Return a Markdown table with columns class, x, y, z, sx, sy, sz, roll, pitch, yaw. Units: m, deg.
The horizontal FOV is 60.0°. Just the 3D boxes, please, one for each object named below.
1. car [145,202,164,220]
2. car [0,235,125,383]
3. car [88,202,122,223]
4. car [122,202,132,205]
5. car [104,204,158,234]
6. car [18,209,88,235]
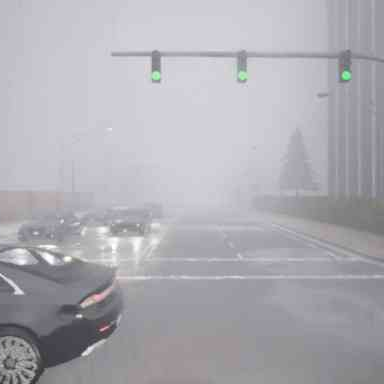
| class | x | y | z | sx | sy | sz | roll | pitch | yaw |
| --- | --- | --- | --- | --- | --- | --- | --- | --- | --- |
| car | -3.573 | 1.709 | 30.134 | 2.128 | 1.511 | 4.902 | 0 | 0 | 0 |
| car | -3.420 | 1.524 | 4.602 | 4.902 | 1.511 | 2.128 | 0 | 0 | 0 |
| car | -7.085 | 1.718 | 25.838 | 1.812 | 1.442 | 4.674 | 0 | 0 | 0 |
| car | -7.046 | 1.775 | 34.937 | 1.812 | 1.442 | 4.674 | 0 | 0 | 0 |
| car | -3.589 | 1.705 | 20.508 | 2.033 | 1.411 | 5.357 | 0 | 0 | 0 |
| car | -7.096 | 1.702 | 17.083 | 1.994 | 1.385 | 4.181 | 0 | 0 | -1 |
